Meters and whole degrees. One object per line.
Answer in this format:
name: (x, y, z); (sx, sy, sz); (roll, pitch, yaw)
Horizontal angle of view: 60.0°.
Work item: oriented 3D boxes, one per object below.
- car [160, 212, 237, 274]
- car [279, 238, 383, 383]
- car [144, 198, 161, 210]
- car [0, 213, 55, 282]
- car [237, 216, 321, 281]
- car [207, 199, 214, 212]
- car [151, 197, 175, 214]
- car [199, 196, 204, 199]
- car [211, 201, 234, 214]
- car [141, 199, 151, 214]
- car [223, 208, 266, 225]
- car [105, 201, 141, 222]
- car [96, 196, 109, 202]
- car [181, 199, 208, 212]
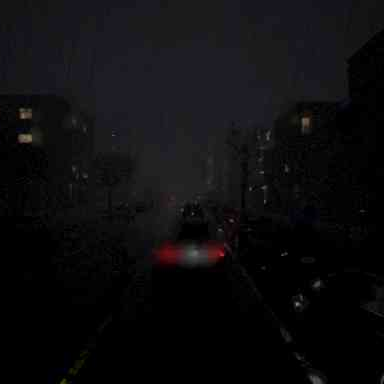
car: (0.058, 1.609, 10.737); (2.033, 1.411, 5.357); (0, 0, 0)
car: (2.695, 1.591, 4.240); (1.947, 1.339, 4.313); (0, 0, 0)
car: (-5.848, 1.731, 49.897); (1.967, 1.590, 4.097); (0, 0, 0)
car: (-5.688, 1.496, 9.770); (1.967, 1.590, 4.097); (1, 0, 0)
car: (2.690, 1.622, 9.774); (1.947, 1.339, 4.313); (0, 0, 0)
car: (2.773, 1.749, 34.458); (2.008, 1.369, 4.403); (0, 0, 0)
car: (-3.124, 1.575, 38.544); (2.097, 1.767, 4.553); (0, 0, 0)
car: (2.783, 1.898, 60.005); (1.887, 1.381, 4.507); (0, 0, 0)
car: (2.739, 1.676, 26.237); (1.752, 1.417, 4.829); (0, 0, 0)
car: (-5.834, 1.777, 39.078); (2.008, 1.369, 4.403); (1, 0, 0)
car: (2.694, 1.631, 15.000); (1.887, 1.381, 4.507); (0, 0, 0)
car: (-5.772, 1.685, 27.843); (1.752, 1.417, 4.829); (1, 0, 0)
car: (-20.050, 1.598, 73.327); (4.507, 1.381, 1.887); (1, -2, -1)
car: (0.063, 1.668, 30.679); (2.128, 1.511, 4.902); (0, 0, 0)
